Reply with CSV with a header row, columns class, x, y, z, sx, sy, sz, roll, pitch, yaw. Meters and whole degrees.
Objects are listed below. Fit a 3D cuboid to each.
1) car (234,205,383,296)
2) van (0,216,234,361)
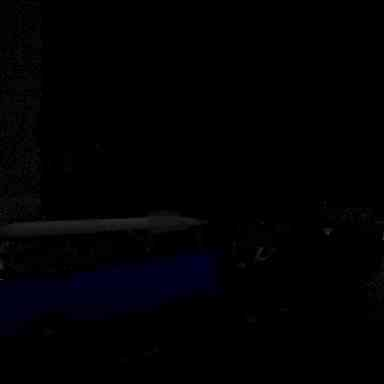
class,x,y,z,sx,sy,sz,roll,pitch,yaw
car,3.176,1.335,8.913,5.009,1.841,2.192,0,0,-36
van,-1.391,1.346,5.654,3.998,1.788,1.690,0,0,-36
